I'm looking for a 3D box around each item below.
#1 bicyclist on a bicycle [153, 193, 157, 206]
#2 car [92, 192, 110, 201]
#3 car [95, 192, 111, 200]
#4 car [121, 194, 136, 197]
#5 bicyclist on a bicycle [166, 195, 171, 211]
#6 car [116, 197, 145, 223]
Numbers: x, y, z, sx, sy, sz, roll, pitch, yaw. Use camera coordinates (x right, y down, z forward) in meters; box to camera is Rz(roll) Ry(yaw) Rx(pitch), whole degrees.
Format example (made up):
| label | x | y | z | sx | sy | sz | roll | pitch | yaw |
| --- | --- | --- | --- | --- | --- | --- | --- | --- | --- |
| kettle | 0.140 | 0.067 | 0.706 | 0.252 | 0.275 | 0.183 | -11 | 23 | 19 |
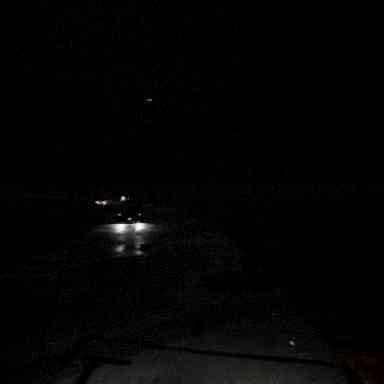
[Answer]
| label | x | y | z | sx | sy | sz | roll | pitch | yaw |
| --- | --- | --- | --- | --- | --- | --- | --- | --- | --- |
| bicyclist on a bicycle | -4.665 | 0.978 | 42.439 | 0.582 | 1.620 | 1.656 | -1 | 1 | -18 |
| car | -17.575 | 0.912 | 62.883 | 2.128 | 1.511 | 4.902 | -1 | 1 | -28 |
| car | -19.209 | 0.808 | 71.396 | 1.812 | 1.442 | 4.674 | -1 | 1 | -35 |
| car | -10.778 | 1.003 | 56.172 | 2.033 | 1.411 | 5.357 | -2 | 1 | -24 |
| bicyclist on a bicycle | -2.394 | 1.173 | 34.170 | 0.582 | 1.620 | 1.656 | 0 | 0 | -13 |
| car | -4.469 | 1.363 | 24.406 | 2.033 | 1.411 | 5.357 | 0 | 0 | -8 |
